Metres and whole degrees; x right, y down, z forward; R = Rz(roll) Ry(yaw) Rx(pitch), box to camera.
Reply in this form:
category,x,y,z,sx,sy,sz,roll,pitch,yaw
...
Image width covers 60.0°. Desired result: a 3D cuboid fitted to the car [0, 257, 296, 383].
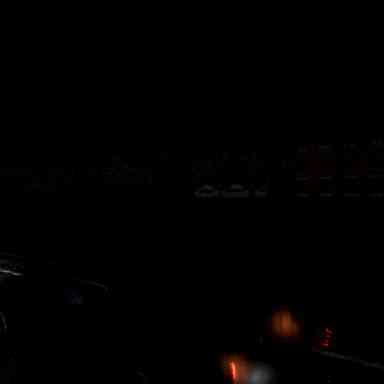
category,x,y,z,sx,sy,sz,roll,pitch,yaw
car,-1.122,1.649,4.789,4.718,1.301,1.895,-1,-1,35
